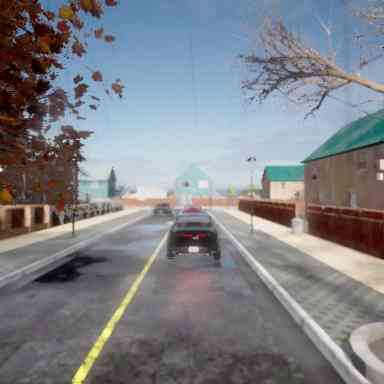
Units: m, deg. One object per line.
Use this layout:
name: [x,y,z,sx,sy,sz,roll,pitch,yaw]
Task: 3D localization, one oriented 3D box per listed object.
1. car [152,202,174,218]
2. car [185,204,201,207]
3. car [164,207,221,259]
car: [-2.818,1.732,33.218,1.837,1.490,4.892,0,-1,0]
car: [0.069,1.697,27.174,1.812,1.442,4.674,0,-1,0]
car: [0.073,1.572,12.929,1.837,1.490,4.892,0,0,0]
